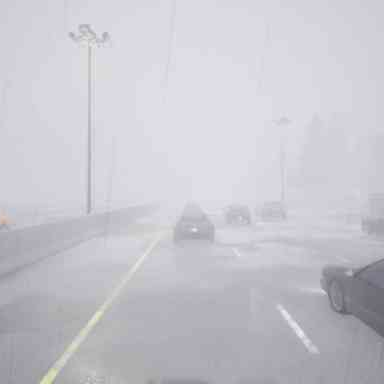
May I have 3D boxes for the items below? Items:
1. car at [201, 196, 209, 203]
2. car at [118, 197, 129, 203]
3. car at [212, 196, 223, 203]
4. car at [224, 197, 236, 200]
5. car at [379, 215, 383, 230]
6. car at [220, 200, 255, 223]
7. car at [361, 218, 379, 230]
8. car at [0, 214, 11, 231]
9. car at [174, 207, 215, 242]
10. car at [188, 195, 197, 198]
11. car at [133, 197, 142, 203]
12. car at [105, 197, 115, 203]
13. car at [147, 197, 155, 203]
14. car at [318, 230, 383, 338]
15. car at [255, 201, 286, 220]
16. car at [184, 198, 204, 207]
[{"bbox_3d":[3.535,2.207,87.755,1.895,1.301,4.718,0,0,0],"label":"car"},{"bbox_3d":[-17.466,2.082,85.079,1.882,1.535,5.008,0,0,0],"label":"car"},{"bbox_3d":[7.035,1.979,88.907,2.097,1.767,4.553,0,0,0],"label":"car"},{"bbox_3d":[10.535,2.138,87.756,2.128,1.511,4.902,0,0,0],"label":"car"},{"bbox_3d":[7.103,1.551,8.152,2.128,1.511,4.902,0,0,0],"label":"car"},{"bbox_3d":[3.610,1.700,27.299,1.837,1.490,4.892,0,0,0],"label":"car"},{"bbox_3d":[10.607,1.722,16.994,1.895,1.301,4.718,0,0,0],"label":"car"},{"bbox_3d":[-10.564,1.590,15.665,1.882,1.535,5.008,0,0,0],"label":"car"},{"bbox_3d":[0.106,1.686,17.000,1.994,1.385,4.181,0,0,0],"label":"car"},{"bbox_3d":[0.034,1.818,87.376,2.150,2.045,5.566,0,0,0],"label":"car"},{"bbox_3d":[-13.966,2.129,85.078,2.128,1.511,4.902,0,0,0],"label":"car"},{"bbox_3d":[-20.966,2.129,85.081,2.128,1.511,4.902,0,0,0],"label":"car"},{"bbox_3d":[-10.466,2.129,85.076,2.128,1.511,4.902,0,0,0],"label":"car"},{"bbox_3d":[3.600,1.581,4.617,2.033,1.411,5.357,0,0,0],"label":"car"},{"bbox_3d":[7.112,1.569,30.613,2.097,1.767,4.553,0,0,0],"label":"car"},{"bbox_3d":[0.114,1.772,37.412,1.837,1.490,4.892,0,0,0],"label":"car"}]
